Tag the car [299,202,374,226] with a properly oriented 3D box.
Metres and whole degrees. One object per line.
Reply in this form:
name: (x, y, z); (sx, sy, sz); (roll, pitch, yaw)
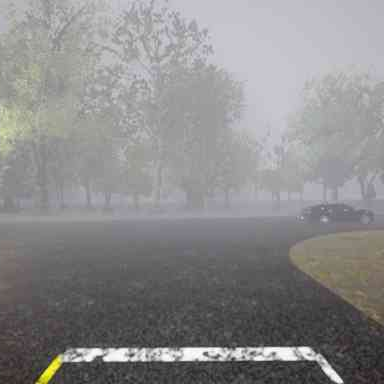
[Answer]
car: (9.621, 1.411, 22.186); (4.892, 1.490, 1.837); (-1, 0, -8)
